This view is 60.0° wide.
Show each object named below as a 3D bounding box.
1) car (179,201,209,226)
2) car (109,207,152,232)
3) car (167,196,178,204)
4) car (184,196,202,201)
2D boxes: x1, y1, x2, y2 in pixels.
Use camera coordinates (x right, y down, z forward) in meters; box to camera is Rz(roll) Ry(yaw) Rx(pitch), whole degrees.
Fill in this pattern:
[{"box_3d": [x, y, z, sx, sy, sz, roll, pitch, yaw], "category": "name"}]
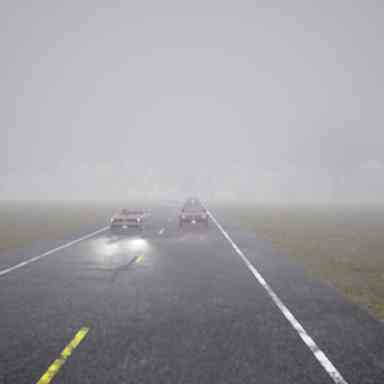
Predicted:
[{"box_3d": [0.111, 1.565, 22.913, 1.895, 1.301, 4.718, 0, 0, 0], "category": "car"}, {"box_3d": [-3.591, 1.569, 20.025, 1.895, 1.301, 4.718, 0, 0, 0], "category": "car"}, {"box_3d": [-3.503, 1.428, 61.837, 1.812, 1.442, 4.674, 0, 0, 1], "category": "car"}, {"box_3d": [0.117, 1.287, 41.617, 2.097, 1.767, 4.553, 0, 0, 0], "category": "car"}]
